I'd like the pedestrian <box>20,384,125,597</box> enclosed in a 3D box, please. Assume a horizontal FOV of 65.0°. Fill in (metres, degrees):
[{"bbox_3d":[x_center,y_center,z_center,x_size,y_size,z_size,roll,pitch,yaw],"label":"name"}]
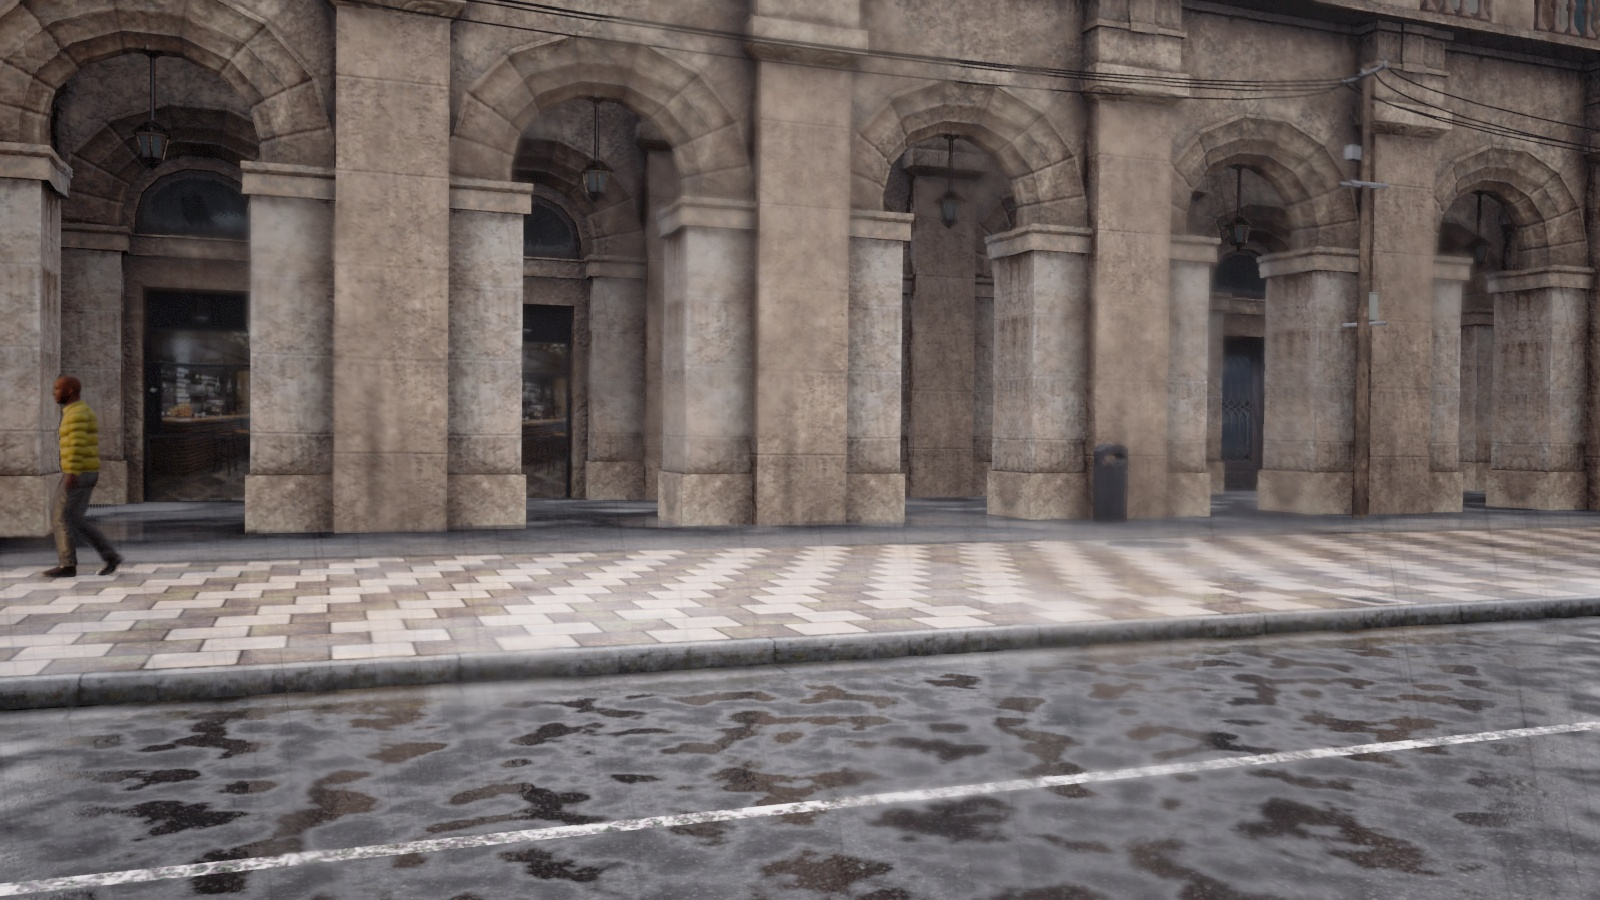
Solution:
[{"bbox_3d":[-6.432,0.343,11.128,0.726,1.835,0.370,-1,1,-21],"label":"pedestrian"}]
